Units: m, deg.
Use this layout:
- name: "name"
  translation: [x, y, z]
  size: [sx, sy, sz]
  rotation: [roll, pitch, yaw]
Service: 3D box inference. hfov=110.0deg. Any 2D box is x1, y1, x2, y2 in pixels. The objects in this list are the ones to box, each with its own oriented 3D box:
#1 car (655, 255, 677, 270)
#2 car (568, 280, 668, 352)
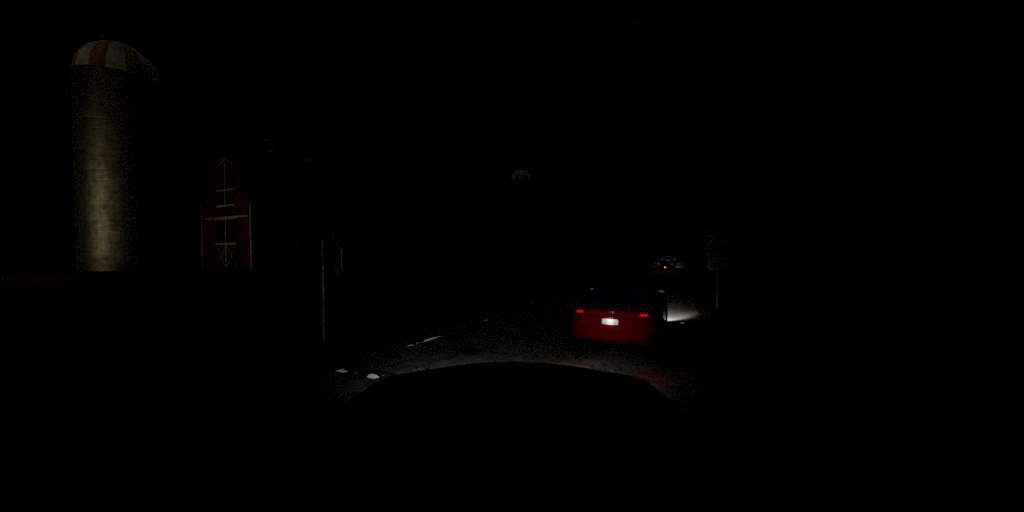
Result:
- name: "car"
  translation: [16.371, 0.787, 38.094]
  size: [1.895, 1.301, 4.718]
  rotation: [0, 1, 25]
- name: "car"
  translation: [2.847, 1.306, 9.141]
  size: [1.994, 1.385, 4.181]
  rotation: [0, 0, 25]
